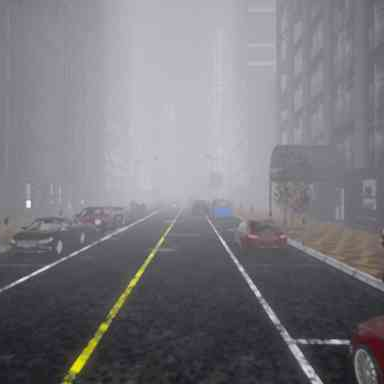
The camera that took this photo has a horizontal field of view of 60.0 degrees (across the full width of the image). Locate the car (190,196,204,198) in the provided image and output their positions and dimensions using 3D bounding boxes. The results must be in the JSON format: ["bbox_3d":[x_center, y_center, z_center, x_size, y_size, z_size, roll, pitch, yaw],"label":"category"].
[{"bbox_3d":[0.876,1.877,50.899,1.801,1.575,5.366,0,0,0],"label":"car"}]

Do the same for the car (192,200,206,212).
[{"bbox_3d":[0.878,1.878,44.709,1.837,1.490,4.892,0,0,0],"label":"car"}]

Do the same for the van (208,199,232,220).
[{"bbox_3d":[2.675,1.601,30.692,1.690,1.788,3.998,0,0,0],"label":"van"}]

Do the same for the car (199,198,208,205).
[{"bbox_3d":[2.654,2.163,76.228,2.008,1.369,4.403,0,0,0],"label":"car"}]

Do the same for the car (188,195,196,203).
[{"bbox_3d":[-0.041,1.781,85.487,2.150,2.045,5.566,0,0,0],"label":"car"}]

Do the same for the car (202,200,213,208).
[{"bbox_3d":[2.662,2.069,59.151,1.802,1.307,4.206,0,0,0],"label":"car"}]

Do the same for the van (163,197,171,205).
[{"bbox_3d":[-5.726,1.954,76.230,1.690,1.788,3.998,0,0,0],"label":"van"}]

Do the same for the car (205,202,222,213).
[{"bbox_3d":[2.670,1.933,42.074,1.802,1.307,4.206,0,0,0],"label":"car"}]

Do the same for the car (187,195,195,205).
[{"bbox_3d":[-0.034,1.810,70.426,2.097,1.767,4.553,0,0,0],"label":"car"}]

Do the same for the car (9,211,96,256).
[{"bbox_3d":[-5.698,1.674,13.612,2.008,1.369,4.403,0,-1,0],"label":"car"}]

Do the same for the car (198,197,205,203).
[{"bbox_3d":[2.647,2.163,93.306,1.967,1.590,4.097,0,0,0],"label":"car"}]

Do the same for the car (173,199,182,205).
[{"bbox_3d":[-3.034,2.118,71.692,2.033,1.411,5.357,0,0,0],"label":"car"}]

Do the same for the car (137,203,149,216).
[{"bbox_3d":[-5.708,1.888,36.381,1.802,1.307,4.206,0,0,0],"label":"car"}]

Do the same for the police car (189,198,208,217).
[{"bbox_3d":[0.883,1.719,34.820,1.930,1.638,5.238,0,0,0],"label":"police car"}]

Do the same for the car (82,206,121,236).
[{"bbox_3d":[-5.700,1.610,19.306,1.967,1.590,4.097,0,0,0],"label":"car"}]

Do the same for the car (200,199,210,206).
[{"bbox_3d":[2.657,2.124,70.536,2.008,1.369,4.403,0,0,0],"label":"car"}]

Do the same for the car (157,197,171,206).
[{"bbox_3d":[-5.721,2.082,64.843,2.008,1.369,4.403,0,0,0],"label":"car"}]

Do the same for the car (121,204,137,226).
[{"bbox_3d":[-5.703,1.766,24.997,2.008,1.369,4.403,0,0,0],"label":"car"}]

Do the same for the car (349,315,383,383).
[{"bbox_3d":[2.688,1.604,2.227,1.802,1.307,4.206,0,-1,0],"label":"car"}]

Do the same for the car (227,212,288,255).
[{"bbox_3d":[2.683,1.705,13.614,1.802,1.307,4.206,0,0,0],"label":"car"}]

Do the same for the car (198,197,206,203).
[{"bbox_3d":[2.649,2.127,87.614,1.967,1.590,4.097,0,0,0],"label":"car"}]
